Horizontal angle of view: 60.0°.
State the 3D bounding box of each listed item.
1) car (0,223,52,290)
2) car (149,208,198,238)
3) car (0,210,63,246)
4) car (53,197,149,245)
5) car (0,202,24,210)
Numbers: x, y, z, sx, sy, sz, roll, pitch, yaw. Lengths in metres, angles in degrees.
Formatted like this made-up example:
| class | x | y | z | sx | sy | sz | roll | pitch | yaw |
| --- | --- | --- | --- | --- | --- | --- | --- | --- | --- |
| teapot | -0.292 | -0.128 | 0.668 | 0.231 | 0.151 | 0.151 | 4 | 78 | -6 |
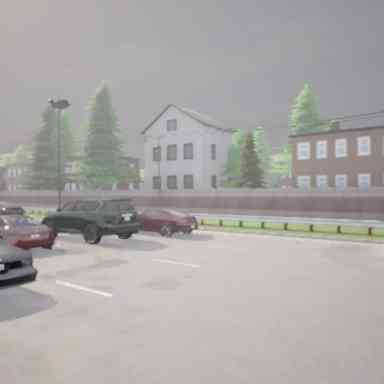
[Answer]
| class | x | y | z | sx | sy | sz | roll | pitch | yaw |
| --- | --- | --- | --- | --- | --- | --- | --- | --- | --- |
| car | -5.960 | 1.592 | 8.203 | 5.357 | 1.411 | 2.033 | 0 | 0 | 36 |
| car | -1.822 | 1.581 | 18.160 | 4.674 | 1.442 | 1.812 | 0 | 0 | 36 |
| car | -7.496 | 1.629 | 13.621 | 4.181 | 1.385 | 1.994 | 0 | 0 | 36 |
| car | -5.010 | 1.282 | 16.147 | 5.566 | 2.045 | 2.150 | 0 | 0 | 36 |
| car | -16.262 | 1.641 | 28.479 | 4.892 | 1.490 | 1.837 | 0 | 0 | 36 |
